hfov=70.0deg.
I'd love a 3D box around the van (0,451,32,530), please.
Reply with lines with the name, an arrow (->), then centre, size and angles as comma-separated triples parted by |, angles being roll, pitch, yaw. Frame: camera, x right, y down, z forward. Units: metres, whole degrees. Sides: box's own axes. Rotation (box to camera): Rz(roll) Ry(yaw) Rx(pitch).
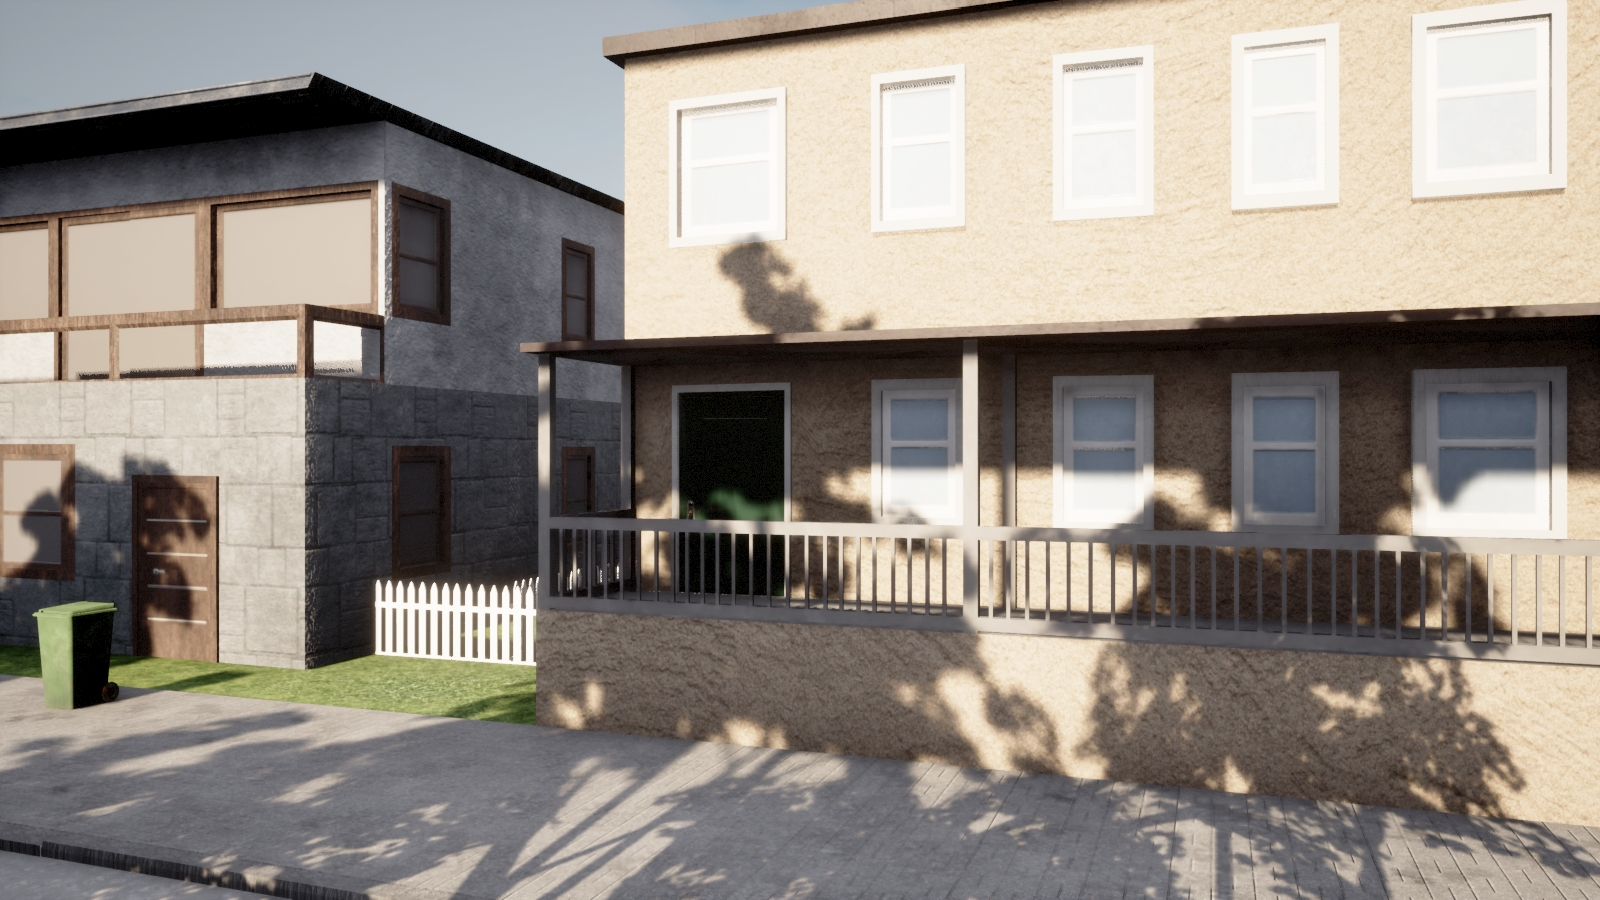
van -> -27.753, 1.329, 35.973 | 1.988, 2.561, 5.915 | 0, 0, 20
